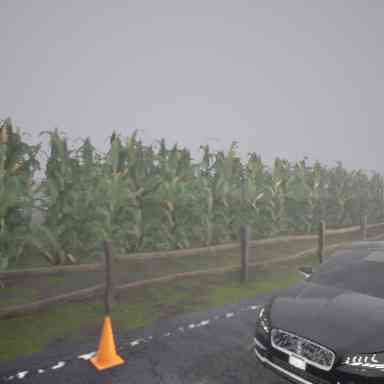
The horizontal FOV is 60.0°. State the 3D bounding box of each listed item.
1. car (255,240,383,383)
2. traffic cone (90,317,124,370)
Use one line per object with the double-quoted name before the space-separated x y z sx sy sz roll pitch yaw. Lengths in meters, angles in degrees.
"car" 2.990 1.559 5.011 4.892 1.490 1.837 1 0 -39
"traffic cone" -1.132 1.968 4.443 0.340 0.580 0.340 1 0 -37
